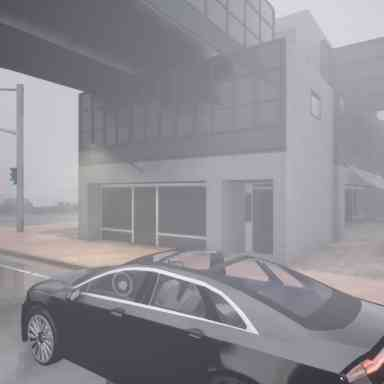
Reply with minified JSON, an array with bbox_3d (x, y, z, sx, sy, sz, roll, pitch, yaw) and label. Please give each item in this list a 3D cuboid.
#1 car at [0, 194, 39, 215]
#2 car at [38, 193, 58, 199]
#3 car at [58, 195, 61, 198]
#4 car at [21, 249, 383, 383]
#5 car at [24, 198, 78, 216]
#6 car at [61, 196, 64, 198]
[{"bbox_3d":[-17.924,1.352,32.439,2.097,1.767,4.553,0,0,36],"label":"car"},{"bbox_3d":[-30.613,1.153,69.413,4.605,1.855,1.932,0,0,35],"label":"car"},{"bbox_3d":[-28.886,1.364,71.739,3.905,1.438,1.784,0,0,35],"label":"car"},{"bbox_3d":[-0.235,1.492,4.160,4.902,1.511,2.128,0,0,35],"label":"car"},{"bbox_3d":[-13.426,1.601,32.665,1.895,1.301,4.718,0,0,36],"label":"car"},{"bbox_3d":[-12.587,1.478,39.671,1.882,1.535,5.008,0,0,37],"label":"car"}]
